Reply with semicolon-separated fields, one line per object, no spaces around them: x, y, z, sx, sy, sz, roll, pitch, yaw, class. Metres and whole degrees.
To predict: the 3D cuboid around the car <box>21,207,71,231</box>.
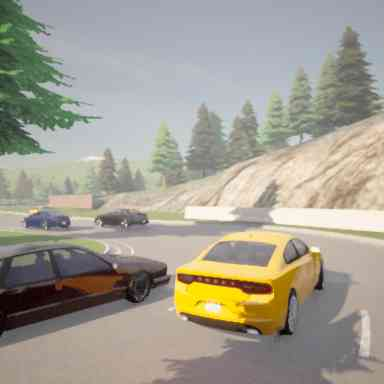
-11.098;2.118;25.353;4.674;1.442;1.812;-1;-1;35;car

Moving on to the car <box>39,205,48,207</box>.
-18.991;2.443;42.180;1.801;1.575;5.366;0;-1;-43;car

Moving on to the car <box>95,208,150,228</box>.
-5.456;2.016;25.608;4.902;1.511;2.128;-1;-1;36;car

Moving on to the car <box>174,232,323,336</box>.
1.543;1.590;7.128;1.882;1.535;5.008;-1;-1;30;car

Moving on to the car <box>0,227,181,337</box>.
-2.886;1.706;6.536;2.033;1.411;5.357;-2;-1;43;car
